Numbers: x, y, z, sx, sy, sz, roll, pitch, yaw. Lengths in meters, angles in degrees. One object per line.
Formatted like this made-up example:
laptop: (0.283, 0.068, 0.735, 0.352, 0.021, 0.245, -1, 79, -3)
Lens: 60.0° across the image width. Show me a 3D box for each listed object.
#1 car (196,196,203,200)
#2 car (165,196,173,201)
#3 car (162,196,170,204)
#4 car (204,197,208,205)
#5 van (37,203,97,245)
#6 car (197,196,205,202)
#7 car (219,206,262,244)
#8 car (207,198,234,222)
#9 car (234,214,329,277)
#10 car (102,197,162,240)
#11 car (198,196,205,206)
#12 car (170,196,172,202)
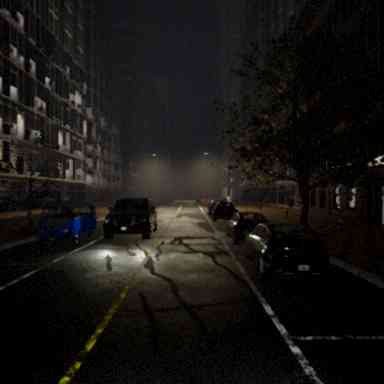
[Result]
car: (2.220, 1.704, 95.464, 1.947, 1.339, 4.313, 0, 0, 0)
car: (-6.133, 1.736, 89.740, 1.947, 1.339, 4.313, 0, 0, 0)
car: (-6.020, 1.699, 66.969, 1.887, 1.381, 4.507, 0, 0, 0)
car: (2.528, 1.510, 32.850, 1.967, 1.590, 4.097, 0, 0, 0)
van: (-5.768, 1.410, 15.736, 1.690, 1.788, 3.998, 0, 0, 0)
car: (2.276, 1.699, 84.080, 1.947, 1.339, 4.313, 0, 0, 0)
car: (2.613, 1.585, 15.773, 2.008, 1.369, 4.403, 0, 0, 0)
car: (2.557, 1.498, 27.158, 1.967, 1.590, 4.097, 0, 0, 0)
car: (2.641, 1.571, 10.080, 2.008, 1.369, 4.403, 0, 0, 0)
car: (-3.089, 1.284, 17.730, 2.150, 2.045, 5.566, 0, 0, 0)
car: (2.417, 1.652, 55.620, 1.887, 1.381, 4.507, 0, 0, 0)
car: (-6.048, 1.741, 72.662, 1.802, 1.307, 4.206, 0, 0, 0)
